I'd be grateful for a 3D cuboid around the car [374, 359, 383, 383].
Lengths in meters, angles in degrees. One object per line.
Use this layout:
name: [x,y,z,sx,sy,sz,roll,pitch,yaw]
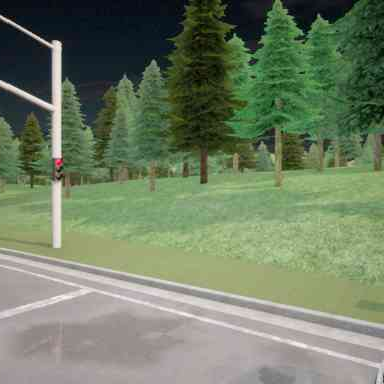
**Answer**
car: [3.388,1.352,1.571,4.553,1.767,2.097,0,0,36]
